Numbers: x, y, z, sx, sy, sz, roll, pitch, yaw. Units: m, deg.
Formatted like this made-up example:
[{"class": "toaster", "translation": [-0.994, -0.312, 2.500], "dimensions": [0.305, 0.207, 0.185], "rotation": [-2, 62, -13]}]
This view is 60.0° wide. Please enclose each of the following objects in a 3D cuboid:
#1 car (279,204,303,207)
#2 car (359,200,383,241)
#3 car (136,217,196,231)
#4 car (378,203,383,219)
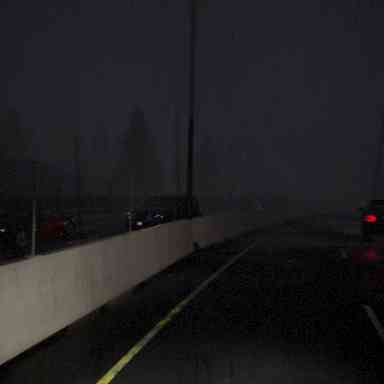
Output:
[{"class": "car", "translation": [15.222, 1.782, 49.268], "dimensions": [1.812, 1.442, 4.674], "rotation": [1, 0, 44]}, {"class": "car", "translation": [10.039, 1.424, 17.290], "dimensions": [2.150, 2.045, 5.566], "rotation": [1, 0, 26]}, {"class": "car", "translation": [-1.334, 1.148, 18.143], "dimensions": [2.150, 2.045, 5.566], "rotation": [1, 0, 24]}, {"class": "car", "translation": [20.521, 1.910, 33.755], "dimensions": [2.128, 1.511, 4.902], "rotation": [1, 0, 38]}]
